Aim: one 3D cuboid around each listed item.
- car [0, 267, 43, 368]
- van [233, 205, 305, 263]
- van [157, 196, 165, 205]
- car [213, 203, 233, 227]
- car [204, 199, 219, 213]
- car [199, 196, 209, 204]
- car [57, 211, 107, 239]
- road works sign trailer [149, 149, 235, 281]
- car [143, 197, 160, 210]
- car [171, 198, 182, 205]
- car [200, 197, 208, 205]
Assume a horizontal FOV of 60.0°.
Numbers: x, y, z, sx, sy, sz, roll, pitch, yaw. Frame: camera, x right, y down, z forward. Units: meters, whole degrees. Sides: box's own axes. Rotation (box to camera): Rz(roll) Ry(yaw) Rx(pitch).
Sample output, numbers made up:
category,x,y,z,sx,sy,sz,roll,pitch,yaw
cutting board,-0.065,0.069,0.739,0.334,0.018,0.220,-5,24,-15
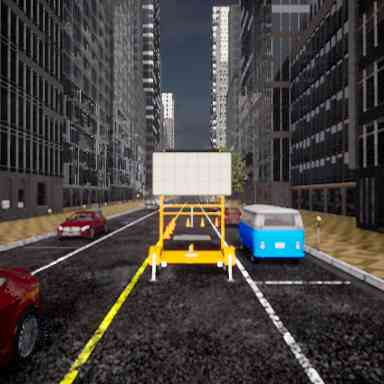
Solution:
category,x,y,z,sx,sy,sz,roll,pitch,yaw
car,-3.099,1.544,3.190,1.812,1.442,4.674,0,0,0
van,2.693,1.409,12.008,1.690,1.788,3.998,0,0,0
van,-5.677,1.652,57.552,1.690,1.788,3.998,0,0,0
car,2.695,1.714,23.391,1.802,1.307,4.206,0,0,0
car,2.699,1.809,40.468,1.802,1.307,4.206,0,0,0
car,2.708,1.821,74.623,1.967,1.590,4.097,0,0,0
car,-5.687,1.682,17.703,1.802,1.307,4.206,0,0,0
road works sign trailer,0.002,0.521,10.032,2.380,3.560,2.880,0,0,0
car,-5.680,1.808,46.166,2.008,1.369,4.403,0,0,0
car,-2.986,1.888,64.702,2.033,1.411,5.357,0,0,0
car,2.702,1.836,51.853,2.008,1.369,4.403,0,0,0
